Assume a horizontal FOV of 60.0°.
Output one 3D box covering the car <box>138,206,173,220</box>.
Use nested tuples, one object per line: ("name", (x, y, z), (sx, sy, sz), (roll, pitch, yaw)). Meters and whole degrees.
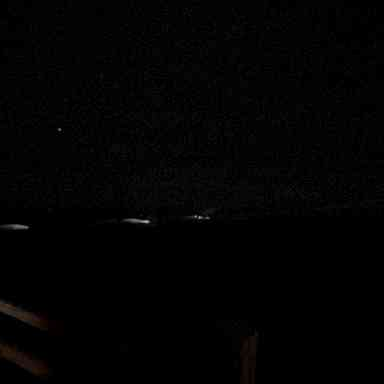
("car", (-4.219, 2.397, 38.896), (1.837, 1.490, 4.892), (3, 1, 36))

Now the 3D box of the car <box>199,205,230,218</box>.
("car", (3.296, 2.816, 44.319), (1.812, 1.442, 4.674), (3, 0, 36))

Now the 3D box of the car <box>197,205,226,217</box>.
("car", (2.952, 2.757, 48.825), (1.837, 1.490, 4.892), (3, 0, 36))

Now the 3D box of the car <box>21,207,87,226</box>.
("car", (-11.649, 2.048, 28.563), (2.033, 1.411, 5.357), (3, 0, 36))
